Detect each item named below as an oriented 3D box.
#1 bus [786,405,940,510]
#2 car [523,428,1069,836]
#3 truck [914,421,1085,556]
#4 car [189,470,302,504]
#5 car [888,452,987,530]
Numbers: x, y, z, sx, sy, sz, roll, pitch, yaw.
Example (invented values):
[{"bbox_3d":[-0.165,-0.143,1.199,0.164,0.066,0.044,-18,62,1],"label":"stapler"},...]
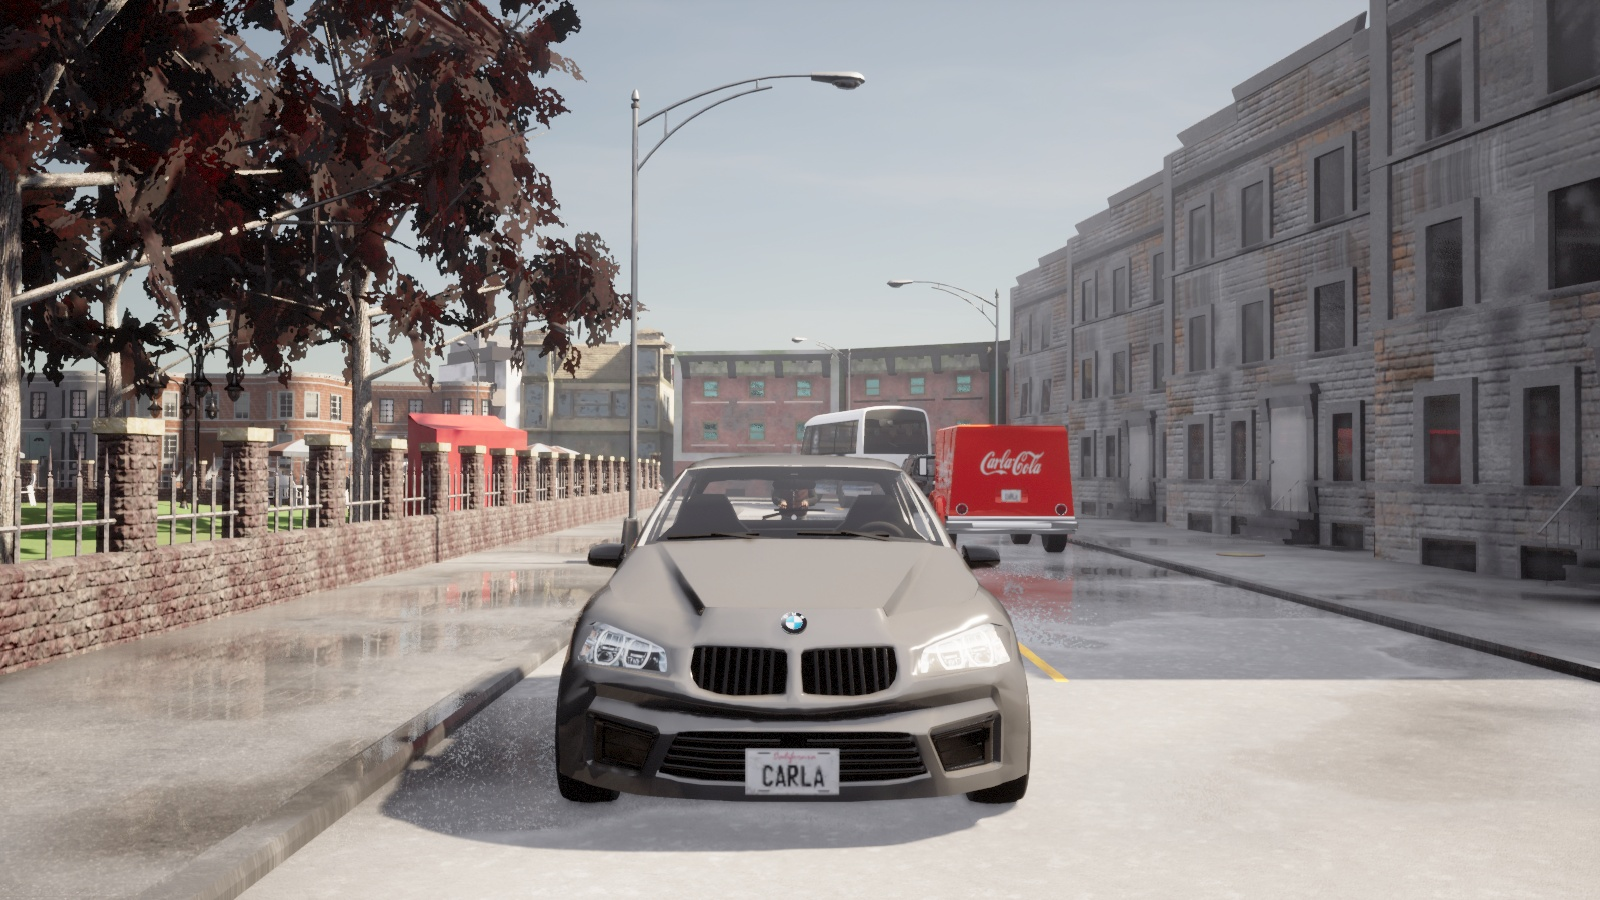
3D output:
[{"bbox_3d":[2.555,0.373,56.351,3.944,4.253,10.273,0,-1,-15],"label":"bus"},{"bbox_3d":[-0.031,0.784,7.470,2.242,1.667,4.611,0,-1,0],"label":"car"},{"bbox_3d":[3.884,0.742,25.617,2.627,2.467,5.204,0,-1,0],"label":"truck"},{"bbox_3d":[-27.319,1.808,61.998,4.611,1.667,2.242,0,-1,0],"label":"car"},{"bbox_3d":[3.836,1.121,35.976,2.150,2.045,5.566,0,-1,-1],"label":"car"}]
